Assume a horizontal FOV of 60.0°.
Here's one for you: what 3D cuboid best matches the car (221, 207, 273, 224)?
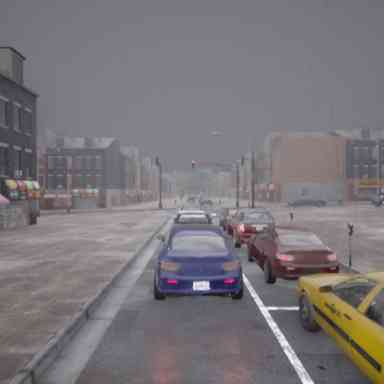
[{"bbox_3d":[2.603,1.440,14.756,1.967,1.590,4.097,0,0,0],"label":"car"}]

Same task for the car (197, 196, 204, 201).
[{"bbox_3d":[2.426,1.820,95.551,1.752,1.417,4.829,-1,0,0],"label":"car"}]

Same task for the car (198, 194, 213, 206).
[{"bbox_3d":[2.508,1.545,57.565,1.967,1.590,4.097,-1,0,0],"label":"car"}]

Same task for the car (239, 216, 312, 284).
[{"bbox_3d":[2.616,1.580,9.289,1.802,1.307,4.206,0,0,0],"label":"car"}]

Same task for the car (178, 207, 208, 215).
[{"bbox_3d":[0.053,1.602,15.718,1.895,1.301,4.718,0,0,0],"label":"car"}]

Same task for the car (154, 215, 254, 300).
[{"bbox_3d":[0.086,1.524,8.291,1.812,1.442,4.674,0,0,-2],"label":"car"}]

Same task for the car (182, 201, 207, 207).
[{"bbox_3d":[-0.028,1.613,25.809,1.895,1.301,4.718,0,0,0],"label":"car"}]

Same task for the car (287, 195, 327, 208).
[{"bbox_3d":[14.057,1.129,40.755,4.674,1.442,1.812,-1,0,1],"label":"car"}]

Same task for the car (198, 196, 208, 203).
[{"bbox_3d":[2.473,1.618,73.772,1.967,1.590,4.097,-1,0,0],"label":"car"}]

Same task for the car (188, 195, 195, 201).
[{"bbox_3d":[-0.198,1.637,93.036,1.812,1.442,4.674,0,0,0],"label":"car"}]

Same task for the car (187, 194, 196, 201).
[{"bbox_3d":[-0.175,1.714,82.616,1.837,1.490,4.892,0,0,0],"label":"car"}]

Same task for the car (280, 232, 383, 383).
[{"bbox_3d":[2.627,1.524,3.992,1.752,1.417,4.829,0,0,0],"label":"car"}]

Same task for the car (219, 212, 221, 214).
[{"bbox_3d":[2.592,1.587,20.222,1.802,1.307,4.206,0,0,0],"label":"car"}]

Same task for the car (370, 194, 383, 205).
[{"bbox_3d":[24.475,0.837,40.799,4.892,1.490,1.837,-2,0,0],"label":"car"}]
